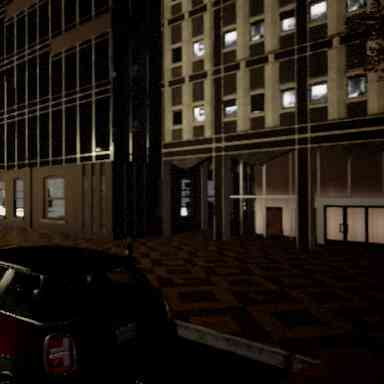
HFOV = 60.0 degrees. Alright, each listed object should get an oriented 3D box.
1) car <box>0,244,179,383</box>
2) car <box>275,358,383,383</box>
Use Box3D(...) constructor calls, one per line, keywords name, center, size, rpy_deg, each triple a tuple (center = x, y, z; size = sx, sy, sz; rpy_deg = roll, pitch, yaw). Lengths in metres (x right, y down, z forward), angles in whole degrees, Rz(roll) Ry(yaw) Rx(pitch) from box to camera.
Box3D(name="car", center=(-2.236, 1.440, 4.480), size=(4.097, 1.590, 1.967), rpy_deg=(0, 0, 35))
Box3D(name="car", center=(2.357, 1.545, 1.203), size=(4.507, 1.381, 1.887), rpy_deg=(0, 0, 35))
